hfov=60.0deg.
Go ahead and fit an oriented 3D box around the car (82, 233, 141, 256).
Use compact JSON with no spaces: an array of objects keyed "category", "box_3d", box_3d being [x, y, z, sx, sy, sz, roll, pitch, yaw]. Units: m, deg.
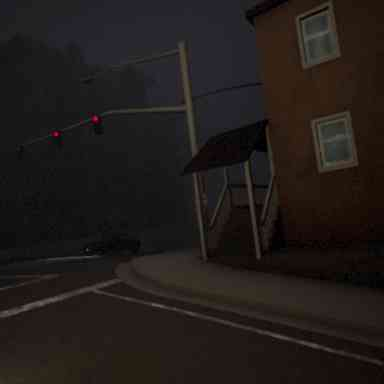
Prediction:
[{"category":"car","box_3d":[-5.688,3.749,24.128,1.812,1.442,4.674,-10,-10,33]}]
